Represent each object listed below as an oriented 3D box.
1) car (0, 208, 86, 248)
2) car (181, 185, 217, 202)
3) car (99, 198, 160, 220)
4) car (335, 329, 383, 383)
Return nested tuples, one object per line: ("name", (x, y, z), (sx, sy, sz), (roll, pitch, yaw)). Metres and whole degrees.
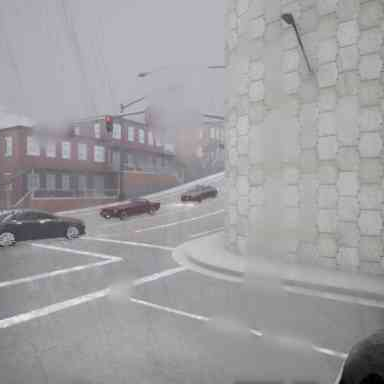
("car", (-7.187, 1.509, 14.963), (1.837, 1.490, 4.892), (1, 1, 40))
("car", (0.690, 0.081, 32.100), (1.994, 1.385, 4.181), (0, 9, 36))
("car", (-4.543, 1.191, 24.715), (1.895, 1.301, 4.718), (0, 5, 35))
("car", (3.327, 1.491, 1.591), (4.902, 1.511, 2.128), (0, 0, 36))
